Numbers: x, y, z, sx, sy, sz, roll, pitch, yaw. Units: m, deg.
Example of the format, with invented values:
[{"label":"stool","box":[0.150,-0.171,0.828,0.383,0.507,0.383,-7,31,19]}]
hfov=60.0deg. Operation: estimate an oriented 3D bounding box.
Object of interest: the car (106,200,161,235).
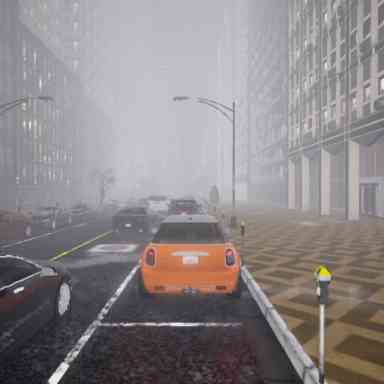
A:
[{"label":"car","box":[-3.100,1.474,18.765,1.882,1.535,5.008,0,0,1]}]

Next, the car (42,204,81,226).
[{"label":"car","box":[-8.844,1.547,20.672,2.008,1.369,4.403,-1,0,0]}]

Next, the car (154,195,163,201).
[{"label":"car","box":[-8.844,1.545,88.876,1.947,1.339,4.313,-1,0,0]}]

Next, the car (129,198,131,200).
[{"label":"car","box":[-8.843,1.541,49.090,2.008,1.369,4.403,-1,0,0]}]

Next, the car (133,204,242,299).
[{"label":"car","box":[-0.033,1.351,8.621,2.097,1.767,4.553,0,0,0]}]

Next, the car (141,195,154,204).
[{"label":"car","box":[-8.845,1.426,66.141,1.967,1.590,4.097,-1,0,0]}]

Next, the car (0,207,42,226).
[{"label":"car","box":[-8.843,1.542,14.989,1.887,1.381,4.507,-1,0,0]}]

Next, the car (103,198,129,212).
[{"label":"car","box":[-8.844,1.544,37.723,2.008,1.369,4.403,-1,0,0]}]

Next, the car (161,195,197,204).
[{"label":"car","box":[-0.465,1.311,20.672,2.192,1.841,5.009,-1,0,0]}]

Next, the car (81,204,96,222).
[{"label":"car","box":[-8.843,1.577,26.356,1.802,1.307,4.206,-1,0,0]}]

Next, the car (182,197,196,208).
[{"label":"car","box":[-0.463,1.541,49.090,2.008,1.369,4.403,-1,0,0]}]

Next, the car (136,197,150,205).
[{"label":"car","box":[-8.843,1.570,60.458,1.802,1.307,4.206,-1,0,0]}]

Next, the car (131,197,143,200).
[{"label":"car","box":[-6.188,1.498,42.687,1.837,1.490,4.892,0,0,1]}]

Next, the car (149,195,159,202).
[{"label":"car","box":[-8.843,1.508,77.339,1.752,1.417,4.829,-1,0,0]}]

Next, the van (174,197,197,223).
[{"label":"van","box":[-0.465,1.336,26.356,1.690,1.788,3.998,-1,0,0]}]

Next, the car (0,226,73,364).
[{"label":"car","box":[-3.146,1.505,4.338,1.837,1.490,4.892,0,0,0]}]

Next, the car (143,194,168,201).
[{"label":"car","box":[-3.109,1.217,32.760,2.150,2.045,5.566,0,0,1]}]

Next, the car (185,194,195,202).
[{"label":"car","box":[-0.465,1.298,77.509,2.192,1.841,5.009,-1,0,0]}]
